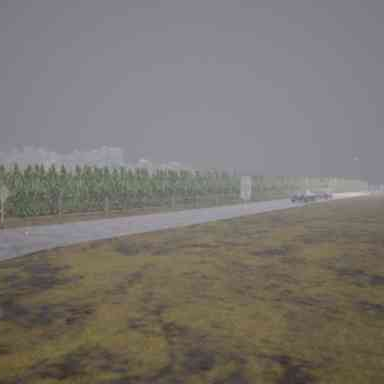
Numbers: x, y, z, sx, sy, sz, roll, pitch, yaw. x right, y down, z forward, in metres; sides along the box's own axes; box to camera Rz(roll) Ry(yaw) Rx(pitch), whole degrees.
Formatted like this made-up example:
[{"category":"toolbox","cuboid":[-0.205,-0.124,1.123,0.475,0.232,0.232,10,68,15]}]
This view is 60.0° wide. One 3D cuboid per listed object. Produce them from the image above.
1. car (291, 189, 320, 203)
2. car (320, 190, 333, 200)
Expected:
[{"category":"car","cuboid":[14.852,0.443,44.025,2.097,1.767,4.553,1,2,36]},{"category":"car","cuboid":[20.736,0.351,52.272,2.128,1.511,4.902,1,2,36]}]
